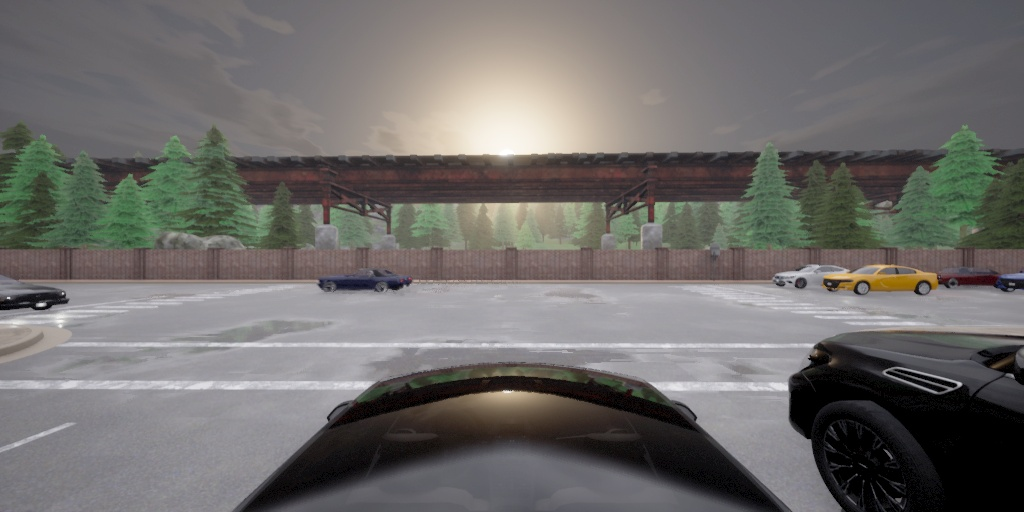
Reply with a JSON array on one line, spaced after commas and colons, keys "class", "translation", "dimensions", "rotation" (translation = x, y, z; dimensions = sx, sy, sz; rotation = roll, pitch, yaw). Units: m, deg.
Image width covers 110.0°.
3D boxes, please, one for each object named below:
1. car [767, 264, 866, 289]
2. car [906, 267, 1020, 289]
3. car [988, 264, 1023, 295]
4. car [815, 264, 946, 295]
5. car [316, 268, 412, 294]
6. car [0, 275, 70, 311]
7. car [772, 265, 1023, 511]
[{"class": "car", "translation": [19.053, 1.273, 22.551], "dimensions": [4.674, 1.442, 1.812], "rotation": [0, 0, 1]}, {"class": "car", "translation": [28.111, 1.348, 22.469], "dimensions": [4.718, 1.301, 1.895], "rotation": [0, 0, 1]}, {"class": "car", "translation": [28.967, 1.225, 18.959], "dimensions": [5.008, 1.535, 1.882], "rotation": [0, 0, 1]}, {"class": "car", "translation": [19.403, 1.225, 19.066], "dimensions": [5.008, 1.535, 1.882], "rotation": [0, 0, 1]}, {"class": "car", "translation": [-8.124, 1.348, 19.821], "dimensions": [4.718, 1.301, 1.895], "rotation": [0, 0, 4]}, {"class": "car", "translation": [-18.901, 1.296, 12.362], "dimensions": [5.357, 1.411, 2.033], "rotation": [0, 0, 0]}, {"class": "car", "translation": [3.601, 0.972, 0.883], "dimensions": [2.150, 2.045, 5.566], "rotation": [0, 0, 0]}]
